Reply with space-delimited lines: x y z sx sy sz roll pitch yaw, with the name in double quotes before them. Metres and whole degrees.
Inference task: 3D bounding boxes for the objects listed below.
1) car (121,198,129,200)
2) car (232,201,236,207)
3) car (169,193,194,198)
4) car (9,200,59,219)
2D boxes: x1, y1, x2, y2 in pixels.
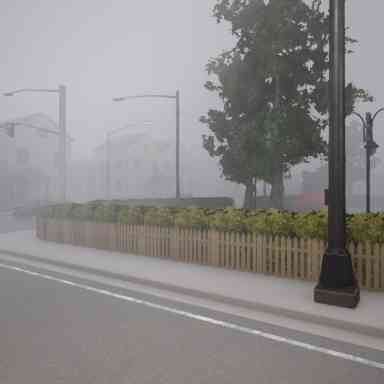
"car" -7.720 1.478 37.553 1.882 1.535 5.008 0 0 35
"car" 4.853 1.564 49.153 1.994 1.385 4.181 0 0 35
"car" -1.758 1.222 46.113 2.150 2.045 5.566 0 0 35
"car" -13.428 1.491 29.345 2.128 1.511 4.902 0 0 35
